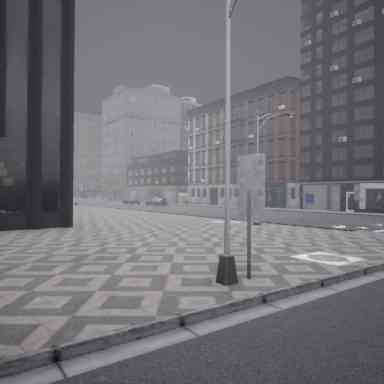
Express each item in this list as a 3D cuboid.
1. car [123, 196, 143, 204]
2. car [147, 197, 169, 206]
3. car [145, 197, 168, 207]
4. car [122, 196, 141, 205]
[{"bbox_3d":[-12.319,1.639,68.853,2.128,1.511,4.902,1,0,-36],"label":"car"},{"bbox_3d":[-6.254,1.638,60.397,1.837,1.490,4.892,1,0,-36],"label":"car"},{"bbox_3d":[-5.938,1.624,54.267,1.812,1.442,4.674,1,0,-36],"label":"car"},{"bbox_3d":[-11.388,1.713,61.806,1.895,1.301,4.718,1,0,-36],"label":"car"}]
